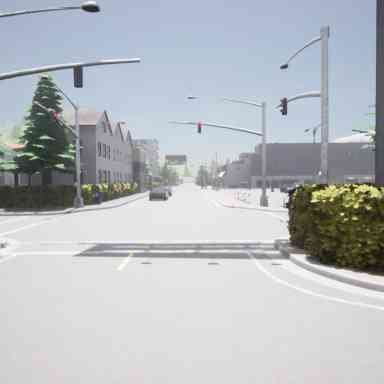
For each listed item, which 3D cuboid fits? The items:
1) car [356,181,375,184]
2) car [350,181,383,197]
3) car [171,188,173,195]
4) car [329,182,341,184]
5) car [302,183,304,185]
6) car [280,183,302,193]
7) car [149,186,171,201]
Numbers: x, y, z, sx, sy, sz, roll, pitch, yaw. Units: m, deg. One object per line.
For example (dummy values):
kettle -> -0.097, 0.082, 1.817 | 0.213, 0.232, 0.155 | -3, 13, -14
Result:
car -> 18.940, -0.178, 34.248 | 1.905, 1.878, 3.866 | -1, 2, -1
car -> 22.169, -0.463, 42.135 | 1.932, 1.855, 4.605 | -1, 2, -1
car -> -3.840, -0.189, 48.449 | 2.128, 1.511, 4.902 | -1, 2, 0
car -> 25.178, -1.036, 59.532 | 2.152, 1.636, 5.027 | -1, 2, -1
car -> 18.765, -0.874, 59.166 | 1.970, 1.475, 3.806 | -1, 2, -1
car -> 15.156, -0.526, 52.098 | 2.007, 1.523, 4.514 | -1, 2, -1
car -> -3.801, 0.144, 38.318 | 1.882, 1.535, 5.008 | -1, 2, 0
